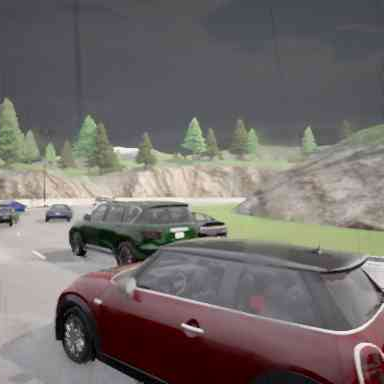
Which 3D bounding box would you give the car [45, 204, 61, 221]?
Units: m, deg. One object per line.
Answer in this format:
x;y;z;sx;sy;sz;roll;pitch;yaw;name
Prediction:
-11.295;1.717;28.586;1.994;1.385;4.181;0;0;-16;car

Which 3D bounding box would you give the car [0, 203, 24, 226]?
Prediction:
-13.559;1.707;23.773;1.895;1.301;4.718;0;0;-21;car

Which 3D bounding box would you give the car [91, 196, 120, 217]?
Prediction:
-9.122;1.437;35.643;2.150;2.045;5.566;0;0;-5;car

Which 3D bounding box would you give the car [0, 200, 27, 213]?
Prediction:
-19.748;1.643;36.262;1.882;1.535;5.008;0;0;-4;car

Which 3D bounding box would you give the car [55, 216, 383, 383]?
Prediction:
0.193;1.387;4.315;4.553;1.767;2.097;0;-1;38;car

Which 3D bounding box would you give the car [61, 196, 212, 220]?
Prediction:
-2.153;1.295;11.205;2.150;2.045;5.566;0;0;-42;car

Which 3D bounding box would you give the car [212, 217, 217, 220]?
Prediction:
-0.556;1.599;14.808;2.128;1.511;4.902;1;0;-41;car
